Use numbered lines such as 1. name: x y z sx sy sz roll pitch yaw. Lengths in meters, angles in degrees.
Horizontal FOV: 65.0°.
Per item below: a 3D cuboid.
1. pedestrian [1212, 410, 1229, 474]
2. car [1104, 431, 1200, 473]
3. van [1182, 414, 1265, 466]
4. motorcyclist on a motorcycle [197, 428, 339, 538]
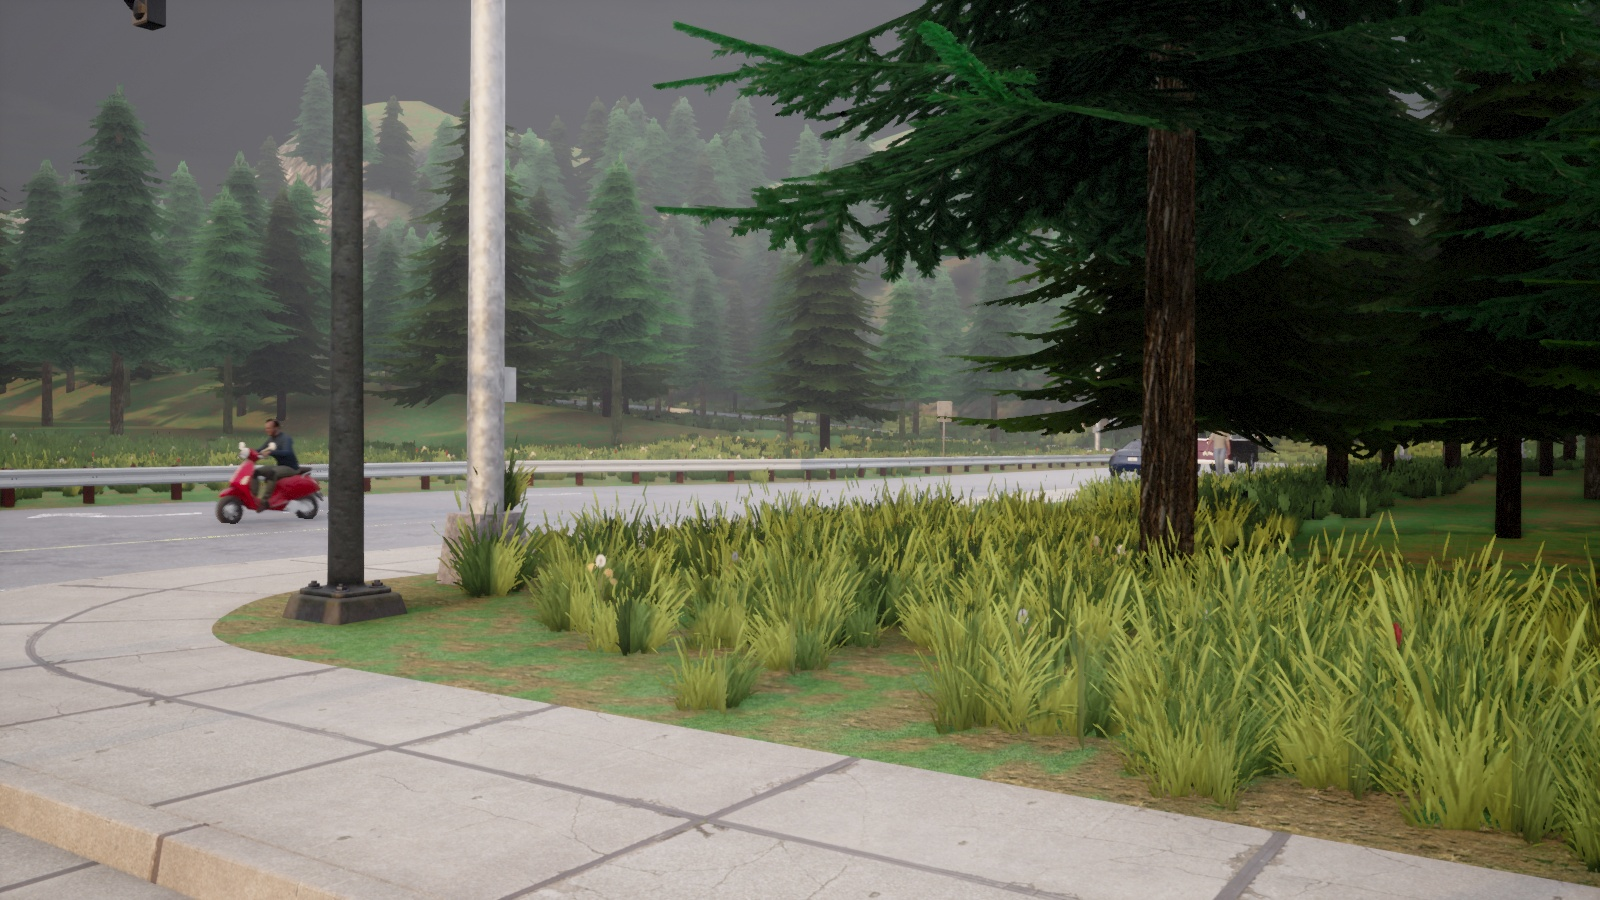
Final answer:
1. pedestrian: 12.093 -0.236 36.109 0.354 1.836 0.706 0 1 27
2. car: 12.544 0.046 44.617 1.994 1.385 4.181 0 1 35
3. van: 17.456 -0.436 51.694 2.069 2.038 4.480 0 1 35
4. motorcyclist on a motorcycle: -8.151 0.468 19.297 0.866 1.590 1.817 0 1 33
